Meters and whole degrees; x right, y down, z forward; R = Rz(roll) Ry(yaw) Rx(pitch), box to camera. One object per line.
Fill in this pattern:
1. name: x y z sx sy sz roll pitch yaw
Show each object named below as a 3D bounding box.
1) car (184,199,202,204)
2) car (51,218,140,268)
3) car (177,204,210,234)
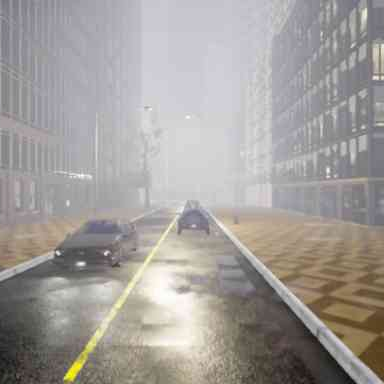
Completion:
1. car: 0.087 1.671 39.646 2.097 1.767 4.553 0 0 0
2. car: -3.076 1.640 11.897 2.033 1.411 5.357 0 0 0
3. car: 0.090 1.685 20.225 1.812 1.442 4.674 0 0 0
